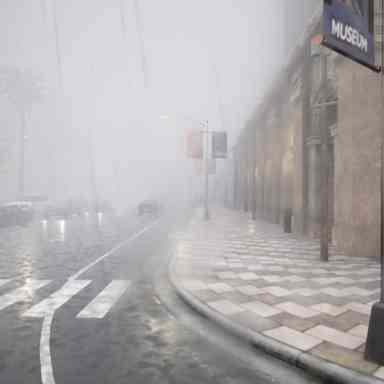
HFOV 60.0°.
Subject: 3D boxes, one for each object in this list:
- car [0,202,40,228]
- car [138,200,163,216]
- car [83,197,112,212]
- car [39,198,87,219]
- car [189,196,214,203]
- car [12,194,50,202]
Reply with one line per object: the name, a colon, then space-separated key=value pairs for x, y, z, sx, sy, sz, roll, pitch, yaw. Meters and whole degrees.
car: x=-11.661 y=1.547 z=20.113 sx=2.033 sy=1.411 sz=5.357 roll=0 pitch=0 yaw=2
car: x=-4.085 y=1.505 z=33.218 sx=1.882 sy=1.535 sz=5.008 roll=0 pitch=0 yaw=2
car: x=-10.918 y=1.526 z=39.417 sx=1.812 sy=1.442 sz=4.674 roll=0 pitch=0 yaw=2
car: x=-11.331 y=1.526 z=29.536 sx=1.812 sy=1.442 sz=4.674 roll=0 pitch=0 yaw=2
car: x=1.954 y=1.551 z=67.732 sx=5.357 sy=1.411 sz=2.033 roll=0 pitch=0 yaw=-37
car: x=-14.804 y=1.221 z=30.413 sx=2.150 sy=2.045 sz=5.566 roll=0 pitch=0 yaw=2
